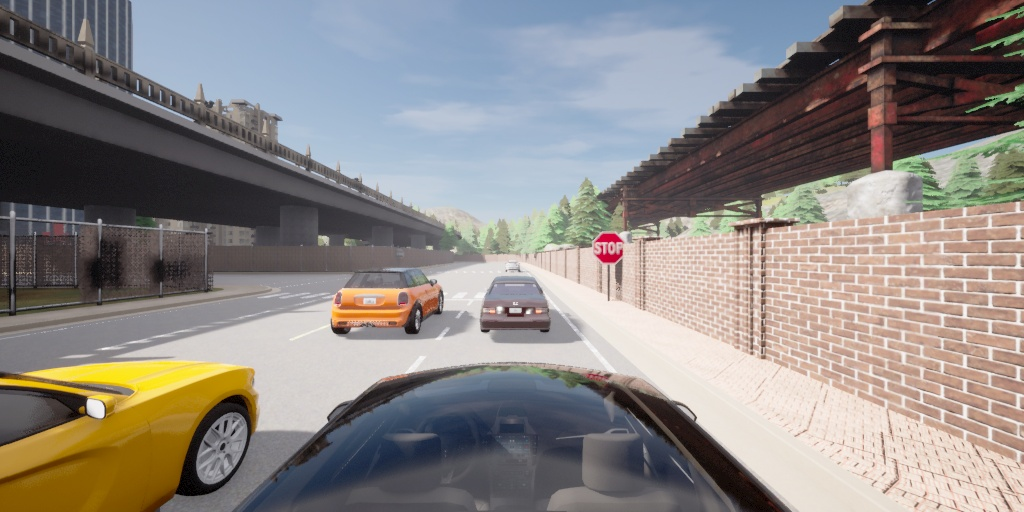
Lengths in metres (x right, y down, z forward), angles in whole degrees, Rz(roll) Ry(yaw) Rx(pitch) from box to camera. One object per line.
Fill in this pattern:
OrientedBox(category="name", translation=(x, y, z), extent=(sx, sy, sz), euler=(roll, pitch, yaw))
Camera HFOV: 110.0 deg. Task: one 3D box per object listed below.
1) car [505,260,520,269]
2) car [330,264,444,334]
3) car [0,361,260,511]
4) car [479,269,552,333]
OrientedBox(category="car", translation=(0.092, 1.276, 45.492), extent=(1.812, 1.442, 4.674), euler=(0, 0, -1))
OrientedBox(category="car", translation=(-3.422, 1.102, 10.736), extent=(2.097, 1.767, 4.553), euler=(0, 0, 0))
OrientedBox(category="car", translation=(-3.399, 1.228, 1.479), extent=(1.882, 1.535, 5.008), euler=(0, 0, 0))
OrientedBox(category="car", translation=(0.079, 1.297, 10.758), extent=(2.033, 1.411, 5.357), euler=(0, 0, 0))
